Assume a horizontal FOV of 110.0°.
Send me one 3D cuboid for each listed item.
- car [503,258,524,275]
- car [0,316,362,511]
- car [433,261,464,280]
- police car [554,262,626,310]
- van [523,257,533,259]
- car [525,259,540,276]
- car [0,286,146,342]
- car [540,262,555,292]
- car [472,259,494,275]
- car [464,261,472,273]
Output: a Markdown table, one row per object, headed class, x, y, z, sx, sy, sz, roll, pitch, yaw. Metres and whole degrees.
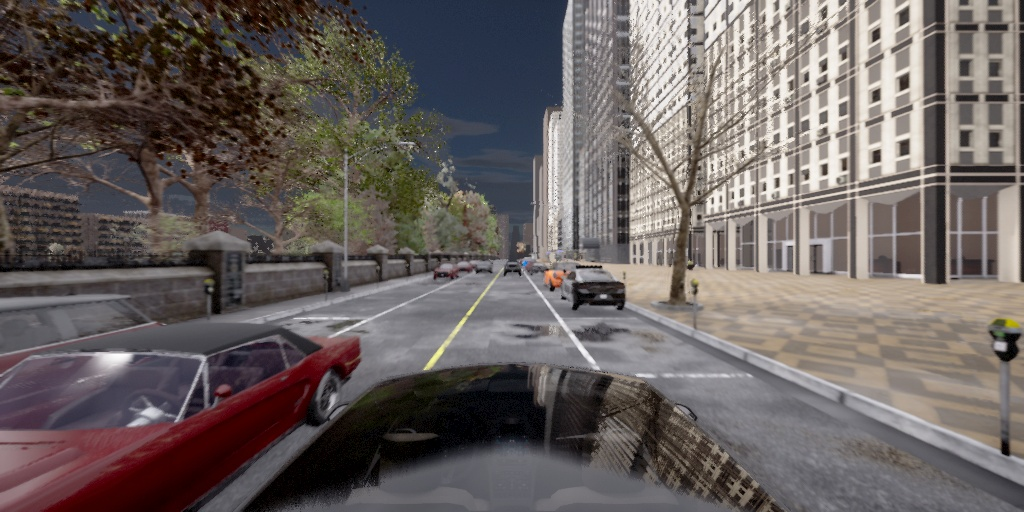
| class | x | y | z | sx | sy | sz | roll | pitch | yaw |
| --- | --- | --- | --- | --- | --- | --- | --- | --- | --- |
| car | 0.066 | 1.278 | 38.571 | 1.837 | 1.490 | 4.892 | 0 | 0 | 0 |
| car | -3.092 | 1.351 | 2.945 | 1.895 | 1.301 | 4.718 | 0 | 0 | 0 |
| car | -5.689 | 1.311 | 31.486 | 1.888 | 1.381 | 4.507 | 0 | 0 | 0 |
| police car | 3.135 | 1.180 | 14.849 | 1.930 | 1.638 | 5.238 | 0 | 0 | 0 |
| van | 2.694 | 1.138 | 59.647 | 1.690 | 1.789 | 3.998 | 0 | 0 | 0 |
| car | 2.692 | 1.321 | 37.117 | 2.007 | 1.370 | 4.403 | 0 | 0 | 0 |
| car | -5.691 | 1.190 | 3.325 | 1.967 | 1.591 | 4.097 | 0 | 0 | 0 |
| car | 3.115 | 1.111 | 21.709 | 2.097 | 1.767 | 4.553 | 0 | 0 | 0 |
| car | -3.086 | 1.278 | 40.612 | 1.837 | 1.490 | 4.892 | 0 | 0 | 0 |
| car | -5.688 | 1.321 | 42.750 | 1.888 | 1.381 | 4.507 | 0 | 0 | 0 |
